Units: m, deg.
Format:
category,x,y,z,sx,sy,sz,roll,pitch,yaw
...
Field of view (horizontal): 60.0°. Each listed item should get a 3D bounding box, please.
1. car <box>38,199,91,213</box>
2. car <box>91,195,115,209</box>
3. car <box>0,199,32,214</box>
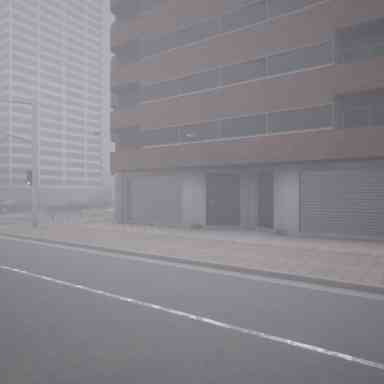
category,x,y,z,sx,sy,sz,roll,pitch,yaw
car,-13.872,1.601,36.458,1.895,1.301,4.718,0,0,35
car,-12.781,1.505,44.149,1.837,1.490,4.892,0,0,35
car,-18.736,1.477,35.595,1.882,1.535,5.008,0,0,35
